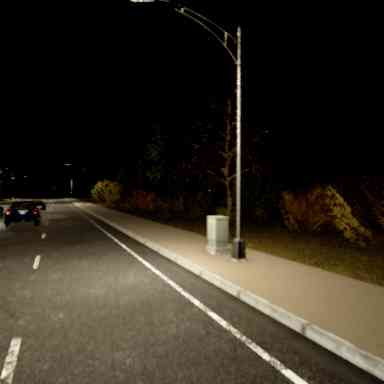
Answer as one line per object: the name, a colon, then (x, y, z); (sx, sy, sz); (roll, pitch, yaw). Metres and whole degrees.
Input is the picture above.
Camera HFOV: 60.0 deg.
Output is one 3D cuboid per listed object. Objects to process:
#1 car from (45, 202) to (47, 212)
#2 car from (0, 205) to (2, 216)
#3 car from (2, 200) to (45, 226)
car: (-19.242, 1.700, 41.448); (1.994, 1.385, 4.181); (0, 0, -22)
car: (-18.339, 1.682, 30.180); (1.895, 1.301, 4.718); (0, 0, -22)
car: (-12.269, 1.427, 24.458); (2.097, 1.767, 4.553); (0, 0, -22)
